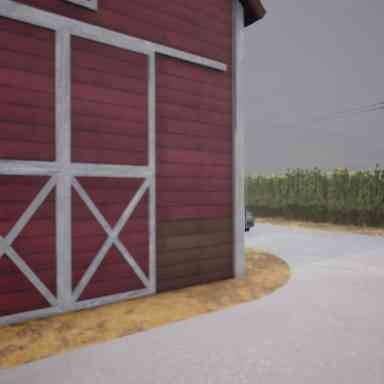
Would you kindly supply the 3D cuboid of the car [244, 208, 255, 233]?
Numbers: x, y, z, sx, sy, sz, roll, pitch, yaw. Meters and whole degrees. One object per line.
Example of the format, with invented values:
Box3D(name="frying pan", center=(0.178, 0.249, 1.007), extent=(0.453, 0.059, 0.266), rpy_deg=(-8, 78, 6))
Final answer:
Box3D(name="car", center=(1.083, 1.169, 18.881), extent=(2.150, 2.045, 5.566), rpy_deg=(0, 0, -32))
